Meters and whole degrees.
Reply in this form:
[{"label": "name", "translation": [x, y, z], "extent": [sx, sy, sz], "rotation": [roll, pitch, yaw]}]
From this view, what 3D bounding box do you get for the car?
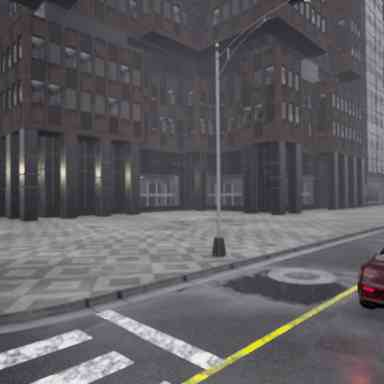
[{"label": "car", "translation": [4.931, 1.529, 6.840], "extent": [1.812, 1.442, 4.674], "rotation": [-1, -1, 45]}]
